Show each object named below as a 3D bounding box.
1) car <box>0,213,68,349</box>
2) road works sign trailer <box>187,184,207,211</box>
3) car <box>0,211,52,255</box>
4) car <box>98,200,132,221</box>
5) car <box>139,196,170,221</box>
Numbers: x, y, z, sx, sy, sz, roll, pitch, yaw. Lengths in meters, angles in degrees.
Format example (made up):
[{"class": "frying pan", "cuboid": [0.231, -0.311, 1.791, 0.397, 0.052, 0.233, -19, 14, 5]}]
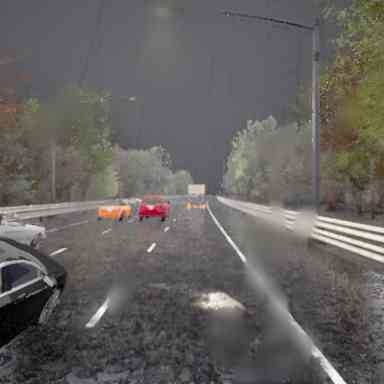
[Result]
[{"class": "car", "cuboid": [-3.138, 1.235, 4.325, 2.128, 1.511, 4.902, 24, -1, 1]}, {"class": "road works sign trailer", "cuboid": [0.601, 0.681, 44.669, 2.380, 3.560, 2.880, 0, 0, 2]}, {"class": "car", "cuboid": [-6.862, 1.331, 11.467, 1.895, 1.301, 4.718, 7, -6, 1]}, {"class": "car", "cuboid": [-6.627, 1.501, 29.098, 2.097, 1.767, 4.553, 0, 0, 1]}, {"class": "car", "cuboid": [-3.145, 1.368, 28.544, 2.150, 2.045, 5.566, 0, 0, 1]}]
